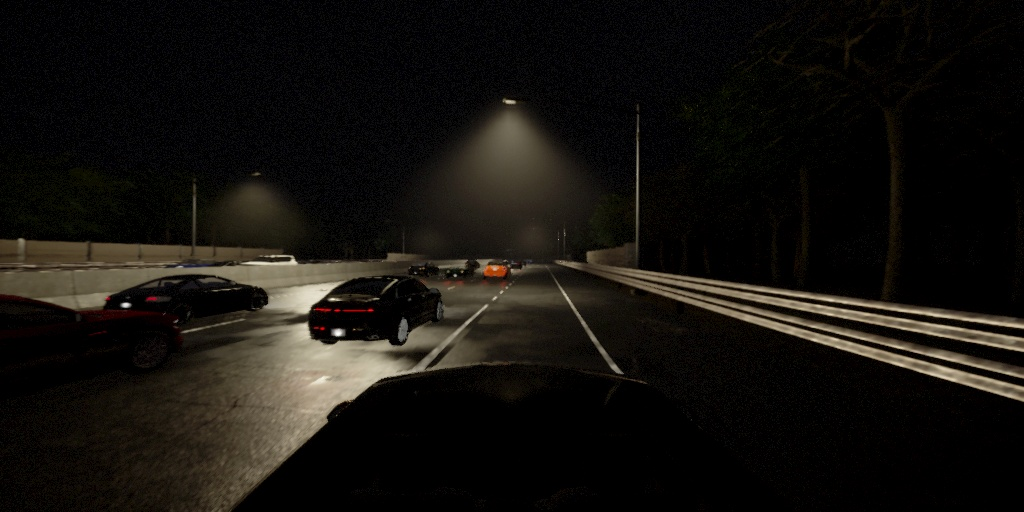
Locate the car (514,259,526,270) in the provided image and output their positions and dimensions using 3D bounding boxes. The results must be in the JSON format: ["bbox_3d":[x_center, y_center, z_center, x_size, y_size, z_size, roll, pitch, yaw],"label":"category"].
[{"bbox_3d":[0.763,1.464,59.149,2.128,1.511,4.902,0,0,5],"label":"car"}]

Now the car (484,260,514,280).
[{"bbox_3d":[-1.305,1.200,33.315,2.097,1.767,4.553,0,0,5],"label":"car"}]

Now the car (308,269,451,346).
[{"bbox_3d":[-3.215,1.261,9.453,1.837,1.490,4.892,0,0,5],"label":"car"}]

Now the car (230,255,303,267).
[{"bbox_3d":[-22.463,0.940,33.163,2.150,2.045,5.566,0,0,5],"label":"car"}]

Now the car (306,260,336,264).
[{"bbox_3d":[-24.777,1.355,47.867,1.895,1.301,4.718,0,0,5],"label":"car"}]

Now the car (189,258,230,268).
[{"bbox_3d":[-26.014,1.196,32.686,1.837,1.490,4.892,0,0,5],"label":"car"}]

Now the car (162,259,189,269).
[{"bbox_3d":[-29.480,1.023,33.160,2.097,1.767,4.553,0,0,5],"label":"car"}]

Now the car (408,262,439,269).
[{"bbox_3d":[-8.279,1.298,33.923,2.128,1.511,4.902,0,0,5],"label":"car"}]

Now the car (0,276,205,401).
[{"bbox_3d":[-7.122,1.193,4.511,1.882,1.535,5.008,0,0,5],"label":"car"}]

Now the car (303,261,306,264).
[{"bbox_3d":[-28.199,1.228,48.885,2.128,1.511,4.902,0,0,5],"label":"car"}]

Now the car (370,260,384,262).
[{"bbox_3d":[-20.669,1.359,54.602,2.033,1.411,5.357,0,0,5],"label":"car"}]

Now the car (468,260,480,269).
[{"bbox_3d":[-6.375,1.397,57.714,1.882,1.535,5.008,0,0,5],"label":"car"}]

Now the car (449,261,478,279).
[{"bbox_3d":[-4.788,1.428,33.662,1.895,1.301,4.718,0,0,5],"label":"car"}]

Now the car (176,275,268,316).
[{"bbox_3d":[-10.074,1.284,11.501,1.994,1.385,4.181,0,0,5],"label":"car"}]
